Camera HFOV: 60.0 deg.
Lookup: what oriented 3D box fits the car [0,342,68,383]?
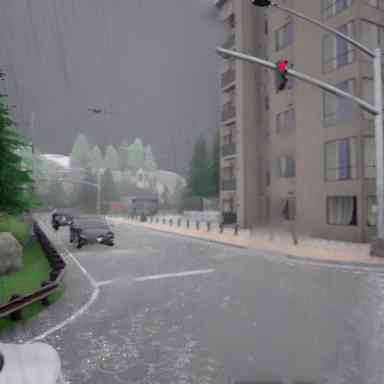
[{"bbox_3d":[-3.031,1.615,1.631,4.674,1.442,1.812,1,-2,-26],"label":"car"}]

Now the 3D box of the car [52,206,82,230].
[{"bbox_3d":[-11.417,2.305,30.245,2.150,2.045,5.566,1,-2,-26],"label":"car"}]

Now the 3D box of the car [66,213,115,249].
[{"bbox_3d":[-5.608,2.167,18.472,1.837,1.490,4.892,1,-2,-26],"label":"car"}]
